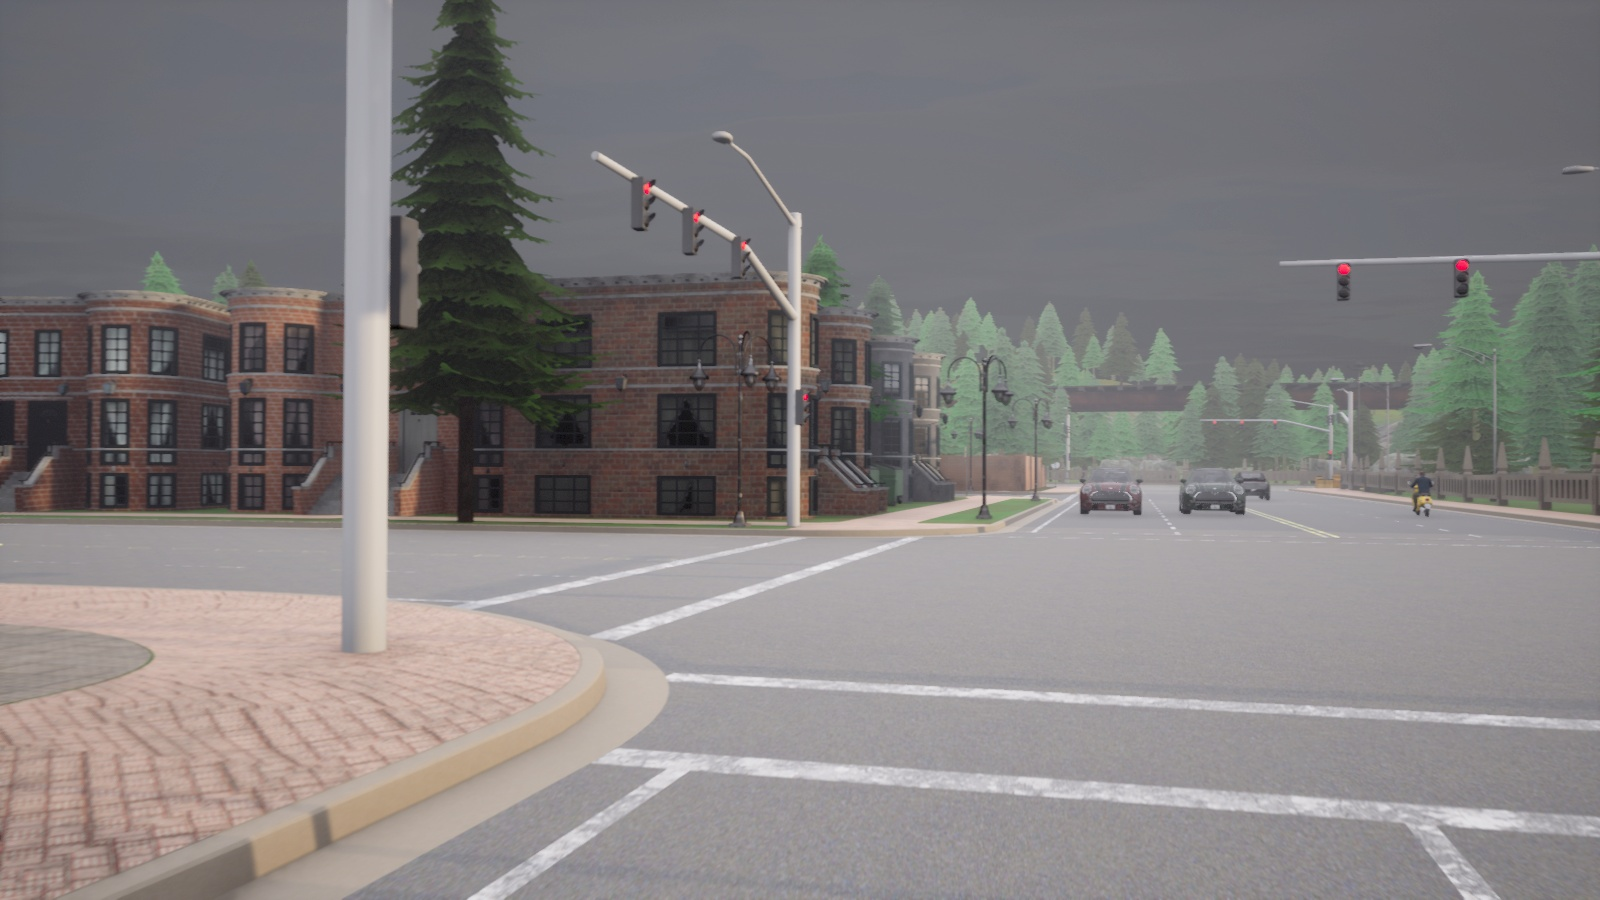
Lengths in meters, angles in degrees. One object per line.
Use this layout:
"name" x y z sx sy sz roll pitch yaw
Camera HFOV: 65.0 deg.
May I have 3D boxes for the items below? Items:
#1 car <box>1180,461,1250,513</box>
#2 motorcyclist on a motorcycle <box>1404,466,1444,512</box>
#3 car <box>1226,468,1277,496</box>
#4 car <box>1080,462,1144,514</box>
"car" 14.957 1.307 45.502 2.097 1.767 4.553 0 -1 15
"motorcyclist on a motorcycle" 21.752 1.351 43.814 0.866 1.590 1.817 0 -1 15
"car" 24.515 1.716 68.313 2.128 1.511 4.902 0 -1 15
"car" 11.193 1.312 44.935 2.097 1.767 4.553 0 -1 15
